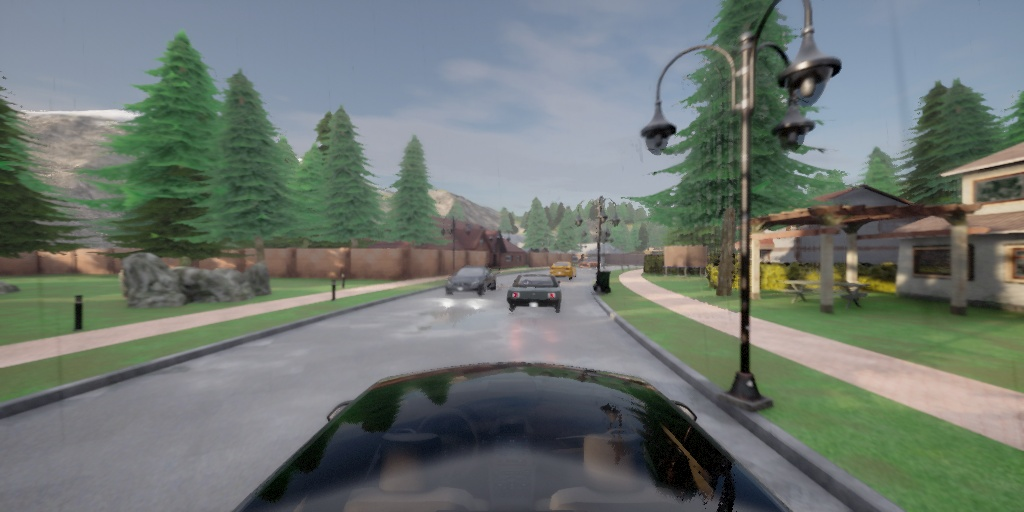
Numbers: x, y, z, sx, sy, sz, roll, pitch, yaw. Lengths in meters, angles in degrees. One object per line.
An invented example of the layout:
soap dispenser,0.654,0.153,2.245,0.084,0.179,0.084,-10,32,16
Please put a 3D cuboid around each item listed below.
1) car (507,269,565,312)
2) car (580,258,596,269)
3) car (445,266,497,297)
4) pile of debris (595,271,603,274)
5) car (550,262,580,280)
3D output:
car,0.995,1.354,14.276,1.895,1.301,4.718,0,0,7
car,12.512,1.147,58.451,2.097,1.767,4.553,0,0,32
car,-2.038,1.268,19.096,1.812,1.442,4.674,0,0,10
pile of debris,11.069,1.966,48.960,1.500,0.140,1.860,0,0,27
car,4.620,1.244,31.902,1.882,1.535,5.008,0,0,16
